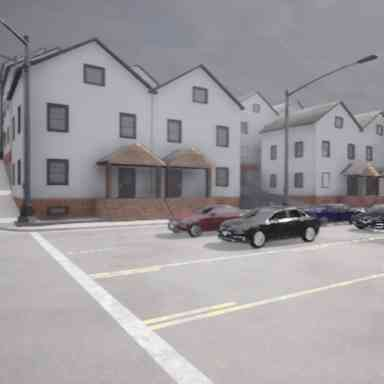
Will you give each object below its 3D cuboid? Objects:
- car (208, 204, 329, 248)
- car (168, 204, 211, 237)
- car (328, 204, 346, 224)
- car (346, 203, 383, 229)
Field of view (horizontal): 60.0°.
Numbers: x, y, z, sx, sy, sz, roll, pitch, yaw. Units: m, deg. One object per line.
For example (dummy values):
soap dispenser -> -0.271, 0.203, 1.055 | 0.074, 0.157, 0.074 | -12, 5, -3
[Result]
car -> 3.348, 1.378, 14.122 | 4.892, 1.490, 1.837 | 0, 1, -31
car -> 1.033, 1.359, 16.814 | 4.674, 1.442, 1.812 | 0, 1, -32
car -> 8.813, 1.430, 21.524 | 4.718, 1.301, 1.895 | 0, 1, -31
car -> 11.265, 1.374, 18.915 | 4.892, 1.490, 1.837 | 0, 1, -31
